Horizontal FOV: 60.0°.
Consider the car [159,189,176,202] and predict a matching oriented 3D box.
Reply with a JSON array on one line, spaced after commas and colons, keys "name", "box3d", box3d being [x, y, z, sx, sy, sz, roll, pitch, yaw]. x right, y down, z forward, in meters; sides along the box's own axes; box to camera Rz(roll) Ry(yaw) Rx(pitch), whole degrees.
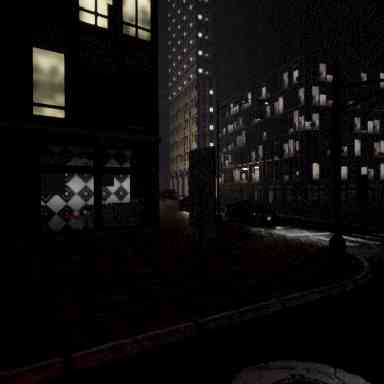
[{"name": "car", "box3d": [-4.030, 0.537, 54.624, 2.150, 2.045, 5.566, -1, 1, -18]}]

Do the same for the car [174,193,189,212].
[{"name": "car", "box3d": [0.015, 1.138, 33.547, 1.837, 1.490, 4.892, -1, 2, -19]}]

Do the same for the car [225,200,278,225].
[{"name": "car", "box3d": [3.842, 1.291, 22.278, 2.128, 1.511, 4.902, -1, 1, -19]}]
